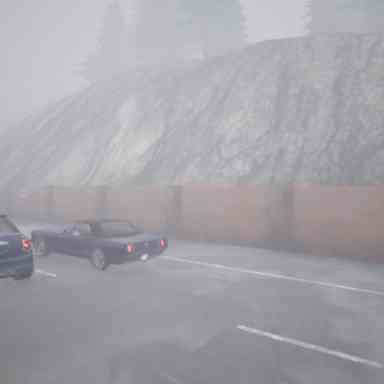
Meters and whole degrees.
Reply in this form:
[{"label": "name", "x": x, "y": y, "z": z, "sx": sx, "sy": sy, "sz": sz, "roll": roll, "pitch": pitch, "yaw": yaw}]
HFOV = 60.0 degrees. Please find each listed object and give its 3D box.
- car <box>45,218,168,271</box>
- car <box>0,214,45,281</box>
[{"label": "car", "x": -3.120, "y": 1.487, "z": 10.515, "sx": 4.718, "sy": 1.301, "sz": 1.895, "roll": 1, "pitch": 1, "yaw": 36}, {"label": "car", "x": -5.959, "y": 1.225, "z": 8.240, "sx": 4.553, "sy": 1.767, "sz": 2.097, "roll": 1, "pitch": 1, "yaw": 36}]
